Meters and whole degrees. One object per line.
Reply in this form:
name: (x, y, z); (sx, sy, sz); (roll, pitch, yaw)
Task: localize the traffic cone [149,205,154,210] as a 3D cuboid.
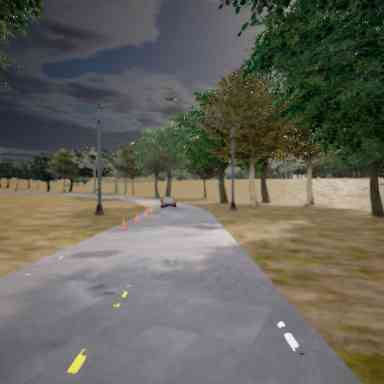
traffic cone: (-4.360, 1.900, 35.260); (0.340, 0.580, 0.340); (0, 0, -3)

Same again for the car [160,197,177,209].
car: (-3.036, 1.352, 42.834); (1.882, 1.535, 5.008); (0, 1, -8)

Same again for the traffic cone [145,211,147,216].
traffic cone: (-4.193, 1.925, 30.394); (0.340, 0.580, 0.340); (0, 0, -1)

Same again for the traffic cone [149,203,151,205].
traffic cone: (-4.766, 1.865, 40.112); (0.340, 0.580, 0.340); (0, 1, -6)

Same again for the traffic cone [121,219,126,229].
traffic cone: (-4.192, 1.952, 20.412); (0.340, 0.580, 0.340); (0, 0, 0)

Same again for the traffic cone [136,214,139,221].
traffic cone: (-4.191, 1.943, 25.416); (0.340, 0.580, 0.340); (0, 0, 0)
